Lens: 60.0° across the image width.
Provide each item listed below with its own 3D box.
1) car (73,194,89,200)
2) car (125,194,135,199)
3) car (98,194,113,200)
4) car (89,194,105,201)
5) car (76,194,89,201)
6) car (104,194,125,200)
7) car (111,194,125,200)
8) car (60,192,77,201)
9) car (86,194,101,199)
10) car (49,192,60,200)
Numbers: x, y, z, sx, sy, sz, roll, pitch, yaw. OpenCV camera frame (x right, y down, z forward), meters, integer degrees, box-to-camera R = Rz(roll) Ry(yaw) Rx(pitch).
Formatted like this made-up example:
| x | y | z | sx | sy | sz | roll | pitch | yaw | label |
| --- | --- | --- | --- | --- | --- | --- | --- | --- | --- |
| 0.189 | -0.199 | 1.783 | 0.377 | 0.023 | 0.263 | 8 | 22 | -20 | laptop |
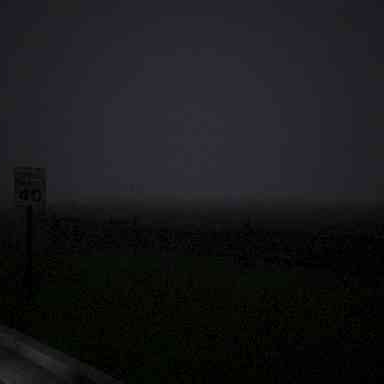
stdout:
| x | y | z | sx | sy | sz | roll | pitch | yaw | label |
| --- | --- | --- | --- | --- | --- | --- | --- | --- | --- |
| -29.984 | 1.215 | 90.055 | 2.128 | 1.511 | 4.902 | 0 | 0 | 10 | car |
| -16.210 | 1.194 | 87.551 | 1.882 | 1.535 | 5.008 | 0 | 0 | 10 | car |
| -23.092 | 1.298 | 88.833 | 1.895 | 1.301 | 4.718 | 0 | 0 | 10 | car |
| -21.517 | 1.343 | 77.925 | 1.882 | 1.535 | 5.008 | 0 | 0 | 10 | car |
| -24.881 | 1.465 | 78.991 | 1.895 | 1.301 | 4.718 | 0 | 0 | 10 | car |
| -17.994 | 1.478 | 77.739 | 1.895 | 1.301 | 4.718 | 0 | 0 | 10 | car |
| -19.648 | 1.305 | 88.207 | 1.895 | 1.301 | 4.718 | 0 | 0 | 10 | car |
| -28.399 | 1.077 | 79.207 | 2.150 | 2.045 | 5.566 | 0 | 0 | 10 | car |
| -26.535 | 1.291 | 89.459 | 1.895 | 1.301 | 4.718 | 0 | 0 | 10 | car |
| -31.842 | 1.071 | 79.833 | 2.150 | 2.045 | 5.566 | 0 | 0 | 10 | car |
